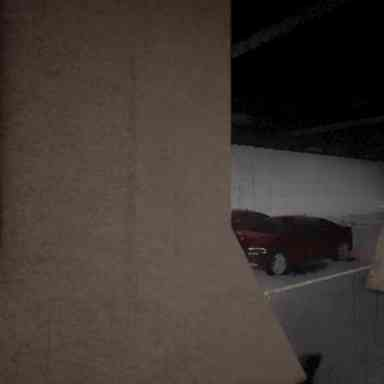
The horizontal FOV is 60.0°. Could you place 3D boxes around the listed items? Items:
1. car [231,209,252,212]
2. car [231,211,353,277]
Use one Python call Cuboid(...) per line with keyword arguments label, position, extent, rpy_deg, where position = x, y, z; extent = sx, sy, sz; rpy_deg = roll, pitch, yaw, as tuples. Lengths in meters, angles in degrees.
Cuboid(label="car", position=(1.695, 1.479, 13.799), extent=(5.008, 1.535, 1.882), rpy_deg=(0, 0, -35))
Cuboid(label="car", position=(3.074, 1.479, 10.484), extent=(5.008, 1.535, 1.882), rpy_deg=(0, 0, -35))
